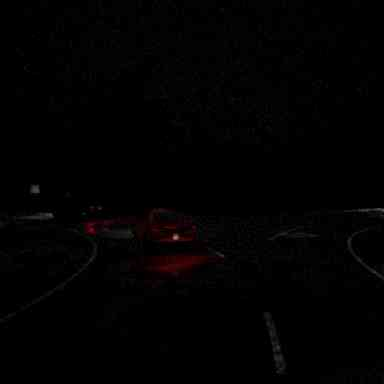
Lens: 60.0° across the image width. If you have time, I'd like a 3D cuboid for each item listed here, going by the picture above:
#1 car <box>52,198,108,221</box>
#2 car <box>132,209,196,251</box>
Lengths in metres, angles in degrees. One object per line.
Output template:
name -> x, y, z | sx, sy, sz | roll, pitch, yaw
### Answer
car -> -8.956, 1.278, 26.546 | 4.553, 1.767, 2.097 | 0, 0, 28
car -> -1.316, 1.449, 14.172 | 1.882, 1.535, 5.008 | 1, 0, -17
